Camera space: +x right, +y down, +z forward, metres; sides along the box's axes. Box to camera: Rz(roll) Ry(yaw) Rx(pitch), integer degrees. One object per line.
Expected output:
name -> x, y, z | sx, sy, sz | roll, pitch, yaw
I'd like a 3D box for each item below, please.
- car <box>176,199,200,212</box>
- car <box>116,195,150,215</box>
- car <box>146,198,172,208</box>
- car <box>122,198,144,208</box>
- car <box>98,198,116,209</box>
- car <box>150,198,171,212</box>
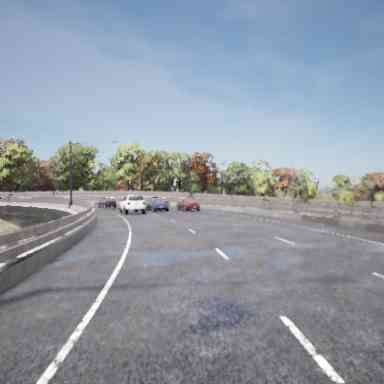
car -> -0.491, 1.562, 40.107 | 1.812, 1.442, 4.674 | -1, 0, -21
car -> -6.579, 1.326, 36.549 | 2.150, 2.045, 5.566 | -1, 0, -21
car -> -5.019, 1.643, 50.472 | 2.033, 1.411, 5.357 | -1, 0, -28
car -> -9.017, 1.705, 50.639 | 1.994, 1.385, 4.181 | -1, 0, -28
car -> -12.726, 1.689, 50.155 | 1.837, 1.490, 4.892 | -1, 0, -30
car -> -4.254, 1.643, 40.097 | 1.994, 1.385, 4.181 | -1, 0, -22
